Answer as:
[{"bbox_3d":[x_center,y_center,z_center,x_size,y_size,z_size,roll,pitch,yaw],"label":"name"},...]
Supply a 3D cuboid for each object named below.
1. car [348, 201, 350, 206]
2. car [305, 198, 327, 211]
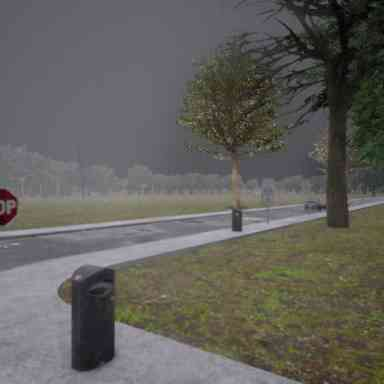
[{"bbox_3d":[23.349,1.566,51.995,1.812,1.442,4.674,0,0,35],"label":"car"},{"bbox_3d":[15.304,1.526,40.795,2.128,1.511,4.902,0,0,36],"label":"car"}]
